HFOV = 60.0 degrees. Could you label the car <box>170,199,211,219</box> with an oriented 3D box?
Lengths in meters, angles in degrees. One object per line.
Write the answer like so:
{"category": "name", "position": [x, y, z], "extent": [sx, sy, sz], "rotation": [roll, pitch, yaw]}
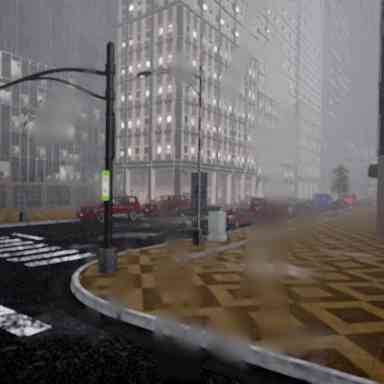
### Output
{"category": "car", "position": [0.521, 1.524, 28.594], "extent": [1.895, 1.301, 4.718], "rotation": [1, 1, 35]}

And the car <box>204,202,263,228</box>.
{"category": "car", "position": [2.858, 1.613, 22.298], "extent": [1.802, 1.307, 4.206], "rotation": [1, 1, 35]}

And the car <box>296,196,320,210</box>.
{"category": "car", "position": [14.880, 1.573, 43.865], "extent": [1.994, 1.385, 4.181], "rotation": [1, 1, 35]}

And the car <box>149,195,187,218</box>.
{"category": "car", "position": [-2.206, 1.185, 29.223], "extent": [2.192, 1.841, 5.009], "rotation": [1, 1, 35]}

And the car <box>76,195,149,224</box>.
{"category": "car", "position": [-5.861, 1.177, 24.053], "extent": [2.192, 1.841, 5.009], "rotation": [1, 1, 35]}

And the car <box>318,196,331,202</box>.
{"category": "car", "position": [29.471, 1.518, 73.806], "extent": [1.802, 1.307, 4.206], "rotation": [1, 1, 35]}

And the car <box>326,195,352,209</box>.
{"category": "car", "position": [20.997, 1.601, 47.378], "extent": [1.812, 1.442, 4.674], "rotation": [1, 1, 35]}

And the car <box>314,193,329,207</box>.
{"category": "car", "position": [20.270, 1.240, 51.575], "extent": [2.150, 2.045, 5.566], "rotation": [1, 1, 35]}

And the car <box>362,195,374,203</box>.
{"category": "car", "position": [39.109, 1.541, 73.785], "extent": [1.967, 1.590, 4.097], "rotation": [1, 1, 35]}

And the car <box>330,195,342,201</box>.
{"category": "car", "position": [35.780, 1.472, 82.725], "extent": [1.752, 1.417, 4.829], "rotation": [1, 1, 35]}

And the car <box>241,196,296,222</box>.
{"category": "car", "position": [6.349, 1.354, 27.225], "extent": [2.192, 1.841, 5.009], "rotation": [1, 1, 35]}

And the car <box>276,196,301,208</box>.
{"category": "car", "position": [13.690, 1.431, 47.078], "extent": [1.882, 1.535, 5.008], "rotation": [1, 0, 36]}

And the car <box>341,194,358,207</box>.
{"category": "car", "position": [25.027, 1.311, 53.139], "extent": [2.150, 2.045, 5.566], "rotation": [1, 1, 35]}
